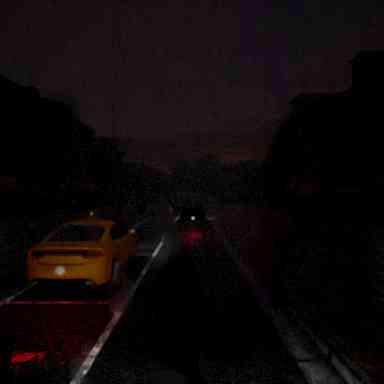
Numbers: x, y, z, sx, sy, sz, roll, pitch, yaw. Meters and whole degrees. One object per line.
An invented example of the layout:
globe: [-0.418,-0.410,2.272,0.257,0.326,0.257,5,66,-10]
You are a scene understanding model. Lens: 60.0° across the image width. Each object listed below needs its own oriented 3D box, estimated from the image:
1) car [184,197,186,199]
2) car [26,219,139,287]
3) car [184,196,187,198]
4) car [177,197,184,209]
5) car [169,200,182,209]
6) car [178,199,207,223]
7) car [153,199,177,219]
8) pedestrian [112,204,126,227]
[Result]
car: [-2.591,1.930,58.342,2.008,1.369,4.403,-2,-1,0]
car: [-2.742,1.503,9.405,1.882,1.535,5.008,0,0,0]
car: [-2.585,1.989,63.790,2.008,1.369,4.403,-2,-1,0]
car: [-2.607,1.709,47.449,1.967,1.590,4.097,-2,-1,0]
car: [-2.594,1.905,52.890,1.802,1.307,4.206,-1,0,0]
car: [0.090,1.612,26.341,1.837,1.490,4.892,0,0,0]
car: [-2.622,1.660,30.937,1.752,1.417,4.829,-1,0,0]
pedestrian: [-2.738,1.330,12.390,0.375,1.860,0.375,1,1,0]
